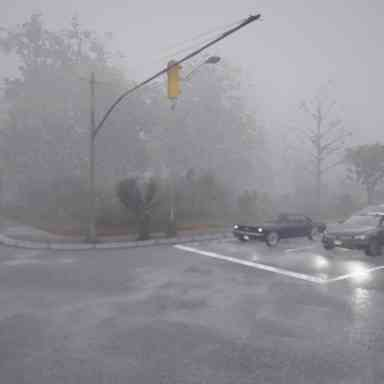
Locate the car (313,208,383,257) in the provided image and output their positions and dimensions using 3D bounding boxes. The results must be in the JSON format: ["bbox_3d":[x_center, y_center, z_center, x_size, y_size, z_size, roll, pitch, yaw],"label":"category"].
[{"bbox_3d":[7.170,1.577,13.388,4.674,1.442,1.812,0,0,-36],"label":"car"}]

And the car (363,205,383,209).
[{"bbox_3d":[11.780,1.555,20.934,5.008,1.535,1.882,0,0,-35],"label":"car"}]

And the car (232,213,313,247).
[{"bbox_3d":[4.138,1.648,15.525,4.718,1.301,1.895,0,0,-35],"label":"car"}]
